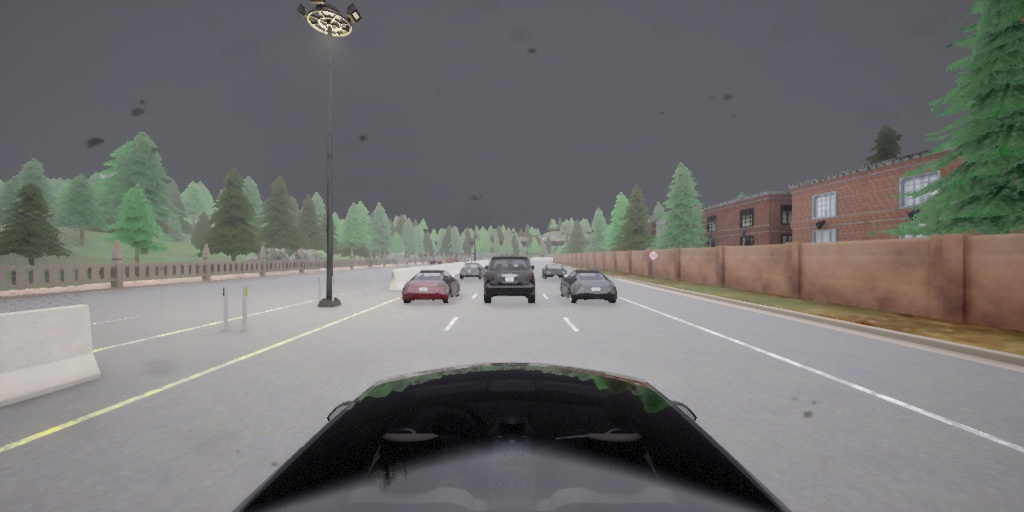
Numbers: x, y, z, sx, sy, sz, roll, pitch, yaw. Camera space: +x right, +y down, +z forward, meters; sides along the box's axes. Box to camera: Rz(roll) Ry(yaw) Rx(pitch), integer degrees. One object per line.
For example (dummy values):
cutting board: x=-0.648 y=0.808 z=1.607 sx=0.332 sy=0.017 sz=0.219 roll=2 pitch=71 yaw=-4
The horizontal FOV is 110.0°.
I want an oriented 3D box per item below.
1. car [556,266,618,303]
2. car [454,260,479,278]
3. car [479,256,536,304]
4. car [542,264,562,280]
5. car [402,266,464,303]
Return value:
car: x=3.401 y=1.320 z=16.562 sx=1.994 sy=1.385 sz=4.181 roll=0 pitch=0 yaw=0
car: x=-3.392 y=1.311 z=31.376 sx=2.033 sy=1.411 sz=5.357 roll=0 pitch=0 yaw=1
car: x=-0.099 y=1.005 z=16.574 sx=2.150 sy=2.045 sz=5.566 roll=0 pitch=0 yaw=0
car: x=3.607 y=1.364 z=31.243 sx=1.895 sy=1.301 sz=4.718 roll=0 pitch=0 yaw=1
car: x=-3.599 y=1.319 z=16.526 sx=1.994 sy=1.385 sz=4.181 roll=0 pitch=0 yaw=0
